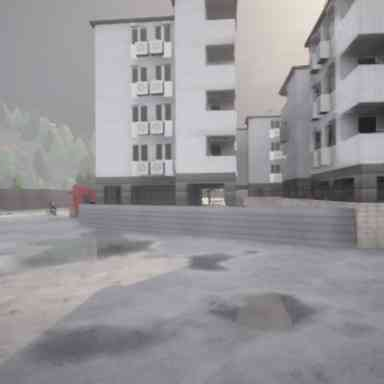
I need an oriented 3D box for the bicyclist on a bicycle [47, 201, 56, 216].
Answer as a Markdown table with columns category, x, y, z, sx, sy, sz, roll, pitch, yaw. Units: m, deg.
| category | x | y | z | sx | sy | sz | roll | pitch | yaw |
| --- | --- | --- | --- | --- | --- | --- | --- | --- | --- |
| bicyclist on a bicycle | -14.585 | 1.709 | 34.522 | 1.656 | 1.620 | 0.582 | -1 | -1 | 35 |
